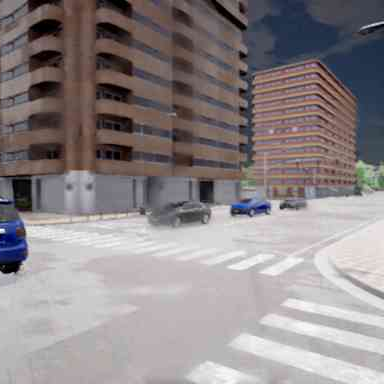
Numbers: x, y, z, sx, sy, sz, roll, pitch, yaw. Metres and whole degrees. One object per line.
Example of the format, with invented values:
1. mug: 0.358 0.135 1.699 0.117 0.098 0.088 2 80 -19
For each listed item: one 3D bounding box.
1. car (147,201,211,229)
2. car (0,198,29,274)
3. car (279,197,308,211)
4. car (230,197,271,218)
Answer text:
1. car: -0.665 1.342 20.679 1.837 1.490 4.892 0 1 37
2. car: -6.705 1.151 9.156 5.566 2.045 2.150 0 0 37
3. car: 11.054 1.255 36.210 1.994 1.385 4.181 0 1 37
4. car: 5.026 1.243 28.254 1.882 1.535 5.008 0 1 37
